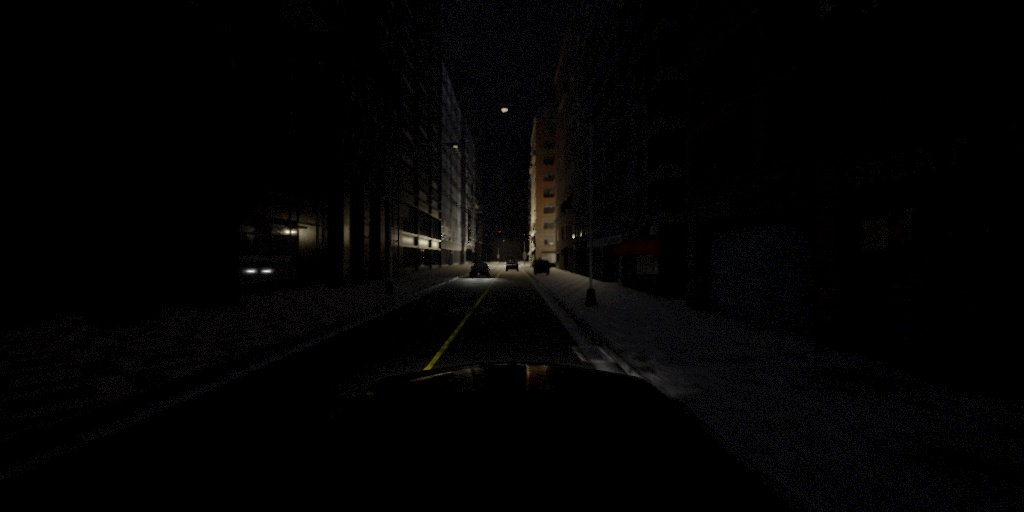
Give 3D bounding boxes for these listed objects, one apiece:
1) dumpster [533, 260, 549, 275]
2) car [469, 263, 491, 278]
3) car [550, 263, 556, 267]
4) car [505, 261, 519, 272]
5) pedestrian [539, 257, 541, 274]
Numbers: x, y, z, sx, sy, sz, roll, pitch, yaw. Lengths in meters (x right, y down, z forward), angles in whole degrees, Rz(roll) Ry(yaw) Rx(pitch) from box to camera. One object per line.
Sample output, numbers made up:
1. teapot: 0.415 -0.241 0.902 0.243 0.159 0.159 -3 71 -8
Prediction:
1. dumpster: 3.140 1.284 39.055 1.020 1.700 1.940 0 0 0
2. car: -3.092 1.402 35.601 1.812 1.442 4.674 0 0 0
3. car: 6.683 1.541 64.309 4.718 1.301 1.895 0 0 0
4. car: 0.046 1.420 51.568 2.128 1.511 4.902 0 0 0
5. pedestrian: 3.140 1.035 40.427 0.375 1.860 0.375 0 0 -10
